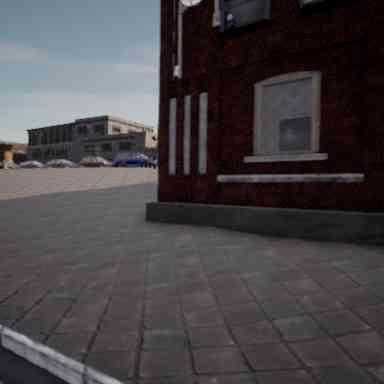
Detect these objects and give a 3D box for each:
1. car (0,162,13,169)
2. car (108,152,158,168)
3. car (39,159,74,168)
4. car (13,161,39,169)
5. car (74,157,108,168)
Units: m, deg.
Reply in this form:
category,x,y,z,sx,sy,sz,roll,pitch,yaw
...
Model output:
category,x,y,z,sx,sy,sz,roll,pitch,yaw
car,-26.003,-3.536,47.044,4.792,1.488,2.163,1,1,29
car,-6.128,-3.347,37.193,5.566,2.045,2.435,2,1,25
car,-16.308,-3.363,41.977,4.892,1.521,2.231,1,1,27
car,-21.140,-3.424,44.436,4.674,1.452,2.002,1,1,28
car,-11.228,-3.366,39.533,4.553,1.767,2.185,1,1,26
